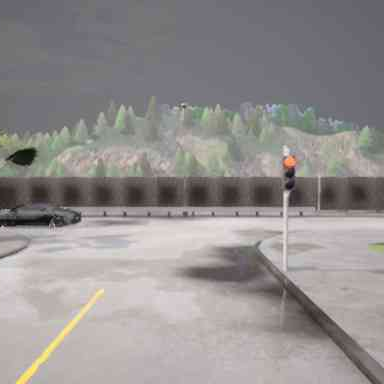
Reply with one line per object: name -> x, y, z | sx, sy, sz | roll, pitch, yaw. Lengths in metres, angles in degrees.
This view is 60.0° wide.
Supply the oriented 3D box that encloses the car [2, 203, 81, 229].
car -> -8.636, 1.326, 19.216 | 4.181, 1.385, 1.994 | 0, 1, 0
